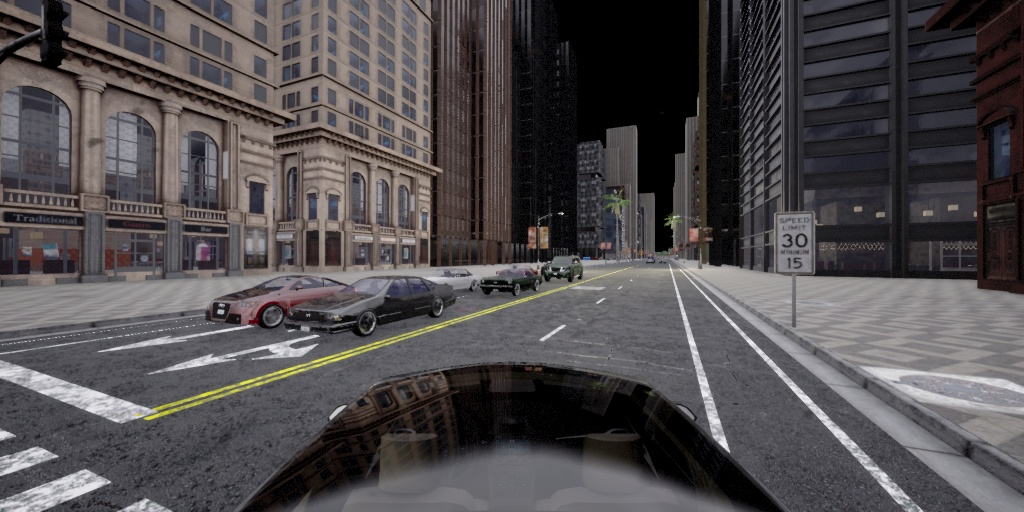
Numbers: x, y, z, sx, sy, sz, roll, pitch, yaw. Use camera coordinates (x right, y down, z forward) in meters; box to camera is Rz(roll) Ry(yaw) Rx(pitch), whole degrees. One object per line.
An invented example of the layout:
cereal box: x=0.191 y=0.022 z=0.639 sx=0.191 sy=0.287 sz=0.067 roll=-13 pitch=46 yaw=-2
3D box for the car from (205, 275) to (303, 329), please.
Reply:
car: x=-6.990 y=1.316 z=11.413 sx=1.994 sy=1.385 sz=4.181 roll=0 pitch=0 yaw=24

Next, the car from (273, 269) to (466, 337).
car: x=-3.738 y=1.299 z=10.755 sx=2.033 sy=1.411 sz=5.357 roll=0 pitch=0 yaw=23

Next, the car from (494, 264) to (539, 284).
car: x=0.449 y=1.364 z=28.594 sx=1.895 sy=1.301 sz=4.718 roll=0 pitch=0 yaw=24

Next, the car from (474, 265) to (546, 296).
car: x=0.074 y=1.358 z=19.554 sx=1.895 sy=1.301 sz=4.718 roll=0 pitch=0 yaw=24

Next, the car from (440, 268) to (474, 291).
car: x=-3.512 y=1.357 z=19.454 sx=1.895 sy=1.301 sz=4.718 roll=0 pitch=0 yaw=23

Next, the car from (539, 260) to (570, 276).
car: x=4.541 y=1.251 z=37.944 sx=1.882 sy=1.535 sz=5.008 roll=0 pitch=0 yaw=24

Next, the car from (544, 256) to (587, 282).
car: x=4.330 y=0.987 z=29.367 sx=2.150 sy=2.045 sz=5.566 roll=0 pitch=0 yaw=23
